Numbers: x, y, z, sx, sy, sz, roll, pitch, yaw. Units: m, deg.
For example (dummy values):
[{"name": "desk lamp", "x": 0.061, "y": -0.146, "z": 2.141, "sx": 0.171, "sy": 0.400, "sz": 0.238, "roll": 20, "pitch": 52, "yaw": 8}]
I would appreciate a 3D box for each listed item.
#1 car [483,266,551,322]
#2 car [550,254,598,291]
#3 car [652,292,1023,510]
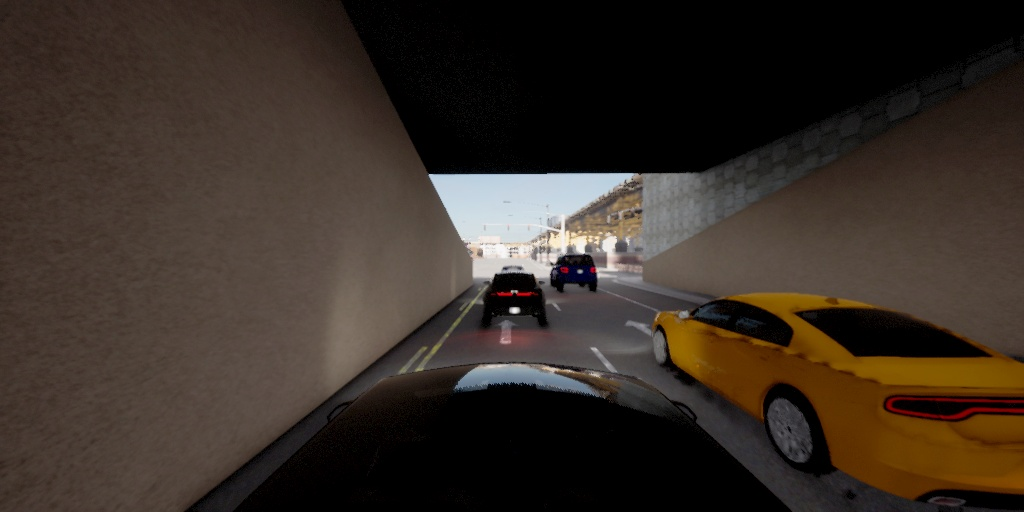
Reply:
[{"name": "car", "x": 0.074, "y": 1.238, "z": 12.146, "sx": 1.837, "sy": 1.490, "sz": 4.892, "roll": 0, "pitch": 0, "yaw": 0}, {"name": "car", "x": 3.566, "y": 0.934, "z": 21.495, "sx": 2.150, "sy": 2.045, "sz": 5.566, "roll": 0, "pitch": -1, "yaw": 0}, {"name": "car", "x": 3.556, "y": 1.221, "z": 4.808, "sx": 1.882, "sy": 1.535, "sz": 5.008, "roll": 0, "pitch": 0, "yaw": 0}]
